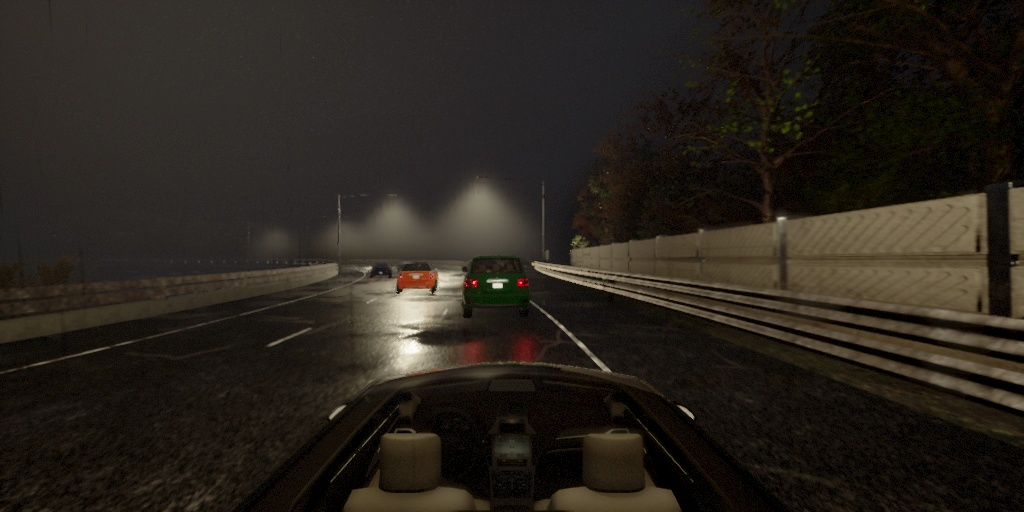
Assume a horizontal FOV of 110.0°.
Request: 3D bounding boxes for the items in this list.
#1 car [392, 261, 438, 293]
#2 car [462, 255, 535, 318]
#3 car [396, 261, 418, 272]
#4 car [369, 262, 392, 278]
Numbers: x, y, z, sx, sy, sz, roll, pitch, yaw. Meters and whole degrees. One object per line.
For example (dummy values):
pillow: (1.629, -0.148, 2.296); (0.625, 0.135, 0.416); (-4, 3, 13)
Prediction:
car: (-5.447, 1.129, 21.045); (2.097, 1.767, 4.553); (0, 0, -10)
car: (-0.665, 0.978, 13.303); (2.150, 2.045, 5.566); (0, 0, -5)
car: (-14.298, 1.368, 48.431); (2.033, 1.411, 5.357); (0, 0, -25)
car: (-12.438, 1.334, 34.251); (1.812, 1.442, 4.674); (0, 0, -18)
